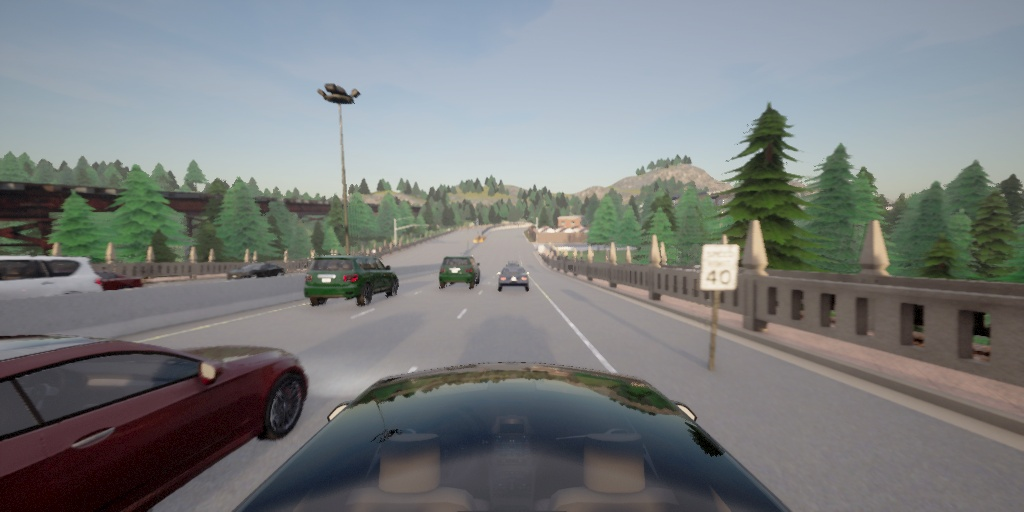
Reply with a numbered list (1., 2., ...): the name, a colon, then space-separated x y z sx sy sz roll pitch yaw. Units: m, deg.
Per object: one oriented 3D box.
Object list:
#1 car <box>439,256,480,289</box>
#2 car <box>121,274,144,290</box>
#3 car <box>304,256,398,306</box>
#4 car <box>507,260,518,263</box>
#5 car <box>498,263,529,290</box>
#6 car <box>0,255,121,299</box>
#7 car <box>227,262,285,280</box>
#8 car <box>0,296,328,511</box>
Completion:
1. car: -3.405 1.025 23.997 2.150 2.045 5.566 0 0 0
2. car: -17.563 1.256 14.027 1.882 1.535 5.008 0 -1 0
3. car: -6.903 1.005 16.020 2.150 2.045 5.566 0 0 0
4. car: 0.089 1.342 48.453 2.128 1.511 4.902 0 0 0
5. car: 0.096 1.348 22.766 2.033 1.411 5.357 0 0 0
6. car: -14.063 0.992 9.036 2.150 2.045 5.566 0 0 0
7. car: -21.017 1.293 29.659 1.882 1.535 5.008 0 0 0
8. car: -3.400 1.277 2.444 1.812 1.442 4.674 0 0 0
